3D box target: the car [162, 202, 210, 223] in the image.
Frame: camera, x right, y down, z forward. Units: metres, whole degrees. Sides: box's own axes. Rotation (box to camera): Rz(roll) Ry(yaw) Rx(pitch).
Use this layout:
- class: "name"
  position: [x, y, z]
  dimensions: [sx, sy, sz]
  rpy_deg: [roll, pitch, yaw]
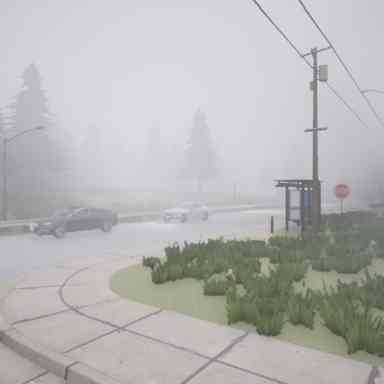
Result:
- class: "car"
  position: [-0.343, 1.525, 25.858]
  dimensions: [1.812, 1.442, 4.674]
  rpy_deg: [0, 0, 36]

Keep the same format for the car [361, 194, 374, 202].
- class: "car"
  position: [40.385, 1.355, 76.488]
  dimensions: [2.097, 1.767, 4.553]
  rpy_deg: [0, 0, 36]

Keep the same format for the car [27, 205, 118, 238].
- class: "car"
  position: [-6.188, 1.491, 17.785]
  dimensions: [2.128, 1.511, 4.902]
  rpy_deg: [0, 0, 36]
